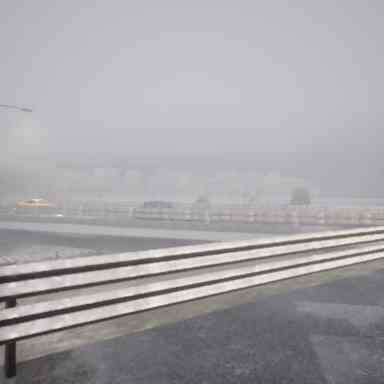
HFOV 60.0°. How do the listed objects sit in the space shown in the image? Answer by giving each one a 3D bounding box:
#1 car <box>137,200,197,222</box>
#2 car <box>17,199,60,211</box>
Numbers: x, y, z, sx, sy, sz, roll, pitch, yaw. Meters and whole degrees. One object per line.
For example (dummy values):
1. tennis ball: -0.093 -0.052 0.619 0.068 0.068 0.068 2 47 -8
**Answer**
1. car: -1.923 1.465 26.112 4.553 1.767 2.097 1 -1 15
2. car: -16.407 1.515 35.577 5.008 1.535 1.882 1 0 26
